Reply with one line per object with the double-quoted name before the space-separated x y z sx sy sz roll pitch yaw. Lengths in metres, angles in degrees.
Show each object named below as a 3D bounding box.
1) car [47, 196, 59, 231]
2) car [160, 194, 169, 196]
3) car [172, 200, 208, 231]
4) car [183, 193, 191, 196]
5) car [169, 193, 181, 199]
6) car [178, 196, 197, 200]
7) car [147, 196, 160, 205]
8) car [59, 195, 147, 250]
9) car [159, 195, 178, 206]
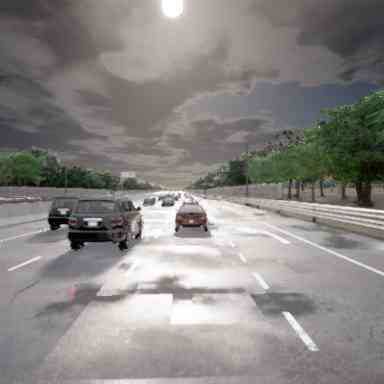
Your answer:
"car" -7.044 1.227 20.862 2.150 2.045 5.566 0 0 0
"car" -7.790 1.479 88.028 1.882 1.535 5.008 0 0 -1
"car" -0.045 1.480 20.803 1.882 1.535 5.008 0 0 0
"car" -0.564 1.540 74.388 1.994 1.385 4.181 0 0 -1
"car" -4.219 1.591 84.028 1.895 1.301 4.718 0 0 -1
"car" -0.145 1.494 37.584 2.128 1.511 4.902 0 0 0
"car" -7.349 1.485 58.396 2.128 1.511 4.902 0 0 -1
"car" -3.522 1.225 14.453 2.150 2.045 5.566 0 0 0
"car" -3.802 1.559 54.378 1.994 1.385 4.181 0 0 -1
